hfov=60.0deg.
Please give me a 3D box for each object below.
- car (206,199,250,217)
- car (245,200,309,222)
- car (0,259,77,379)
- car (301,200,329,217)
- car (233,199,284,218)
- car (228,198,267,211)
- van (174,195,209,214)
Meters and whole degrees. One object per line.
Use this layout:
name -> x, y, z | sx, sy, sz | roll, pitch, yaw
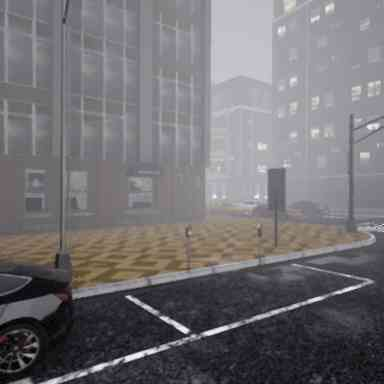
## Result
car -> 3.260, 1.453, 30.094 | 1.752, 1.417, 4.829 | 0, 0, -36
car -> 6.459, 1.520, 25.630 | 1.802, 1.307, 4.206 | 0, 0, -36
car -> -3.623, 1.566, 3.971 | 4.313, 1.339, 1.947 | 0, 0, -36
car -> 10.179, 1.486, 30.410 | 1.812, 1.442, 4.674 | 0, 0, -36
car -> 6.022, 1.467, 30.718 | 1.812, 1.442, 4.674 | 0, 0, -36
car -> 6.571, 1.480, 39.857 | 1.752, 1.417, 4.829 | 0, 0, -36
van -> -0.139, 1.260, 34.836 | 1.690, 1.788, 3.998 | 0, 0, -36
